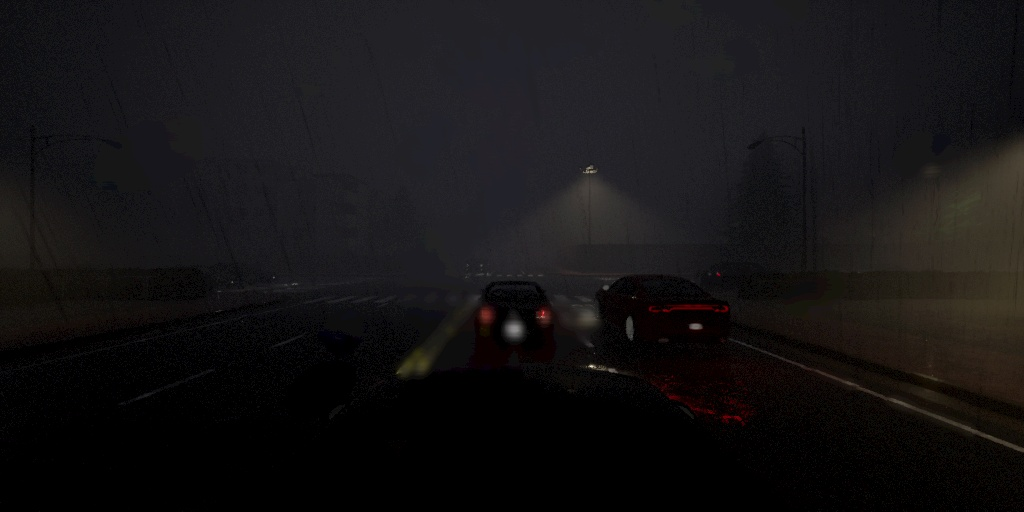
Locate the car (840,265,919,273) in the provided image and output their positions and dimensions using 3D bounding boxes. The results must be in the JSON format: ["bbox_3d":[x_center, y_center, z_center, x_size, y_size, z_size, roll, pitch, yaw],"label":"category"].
[{"bbox_3d":[28.901,1.351,28.383,4.718,1.301,1.895,0,0,1],"label":"car"}]

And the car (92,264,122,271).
[{"bbox_3d":[-28.914,1.256,24.859,4.892,1.490,1.837,0,0,0],"label":"car"}]

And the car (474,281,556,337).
[{"bbox_3d":[0.062,1.351,10.234,1.895,1.301,4.718,0,0,0],"label":"car"}]

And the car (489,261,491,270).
[{"bbox_3d":[-4.258,1.085,53.156,2.097,1.767,4.553,0,0,0],"label":"car"}]

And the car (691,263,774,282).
[{"bbox_3d":[17.411,1.297,28.476,5.357,1.411,2.033,0,0,0],"label":"car"}]

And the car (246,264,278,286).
[{"bbox_3d":[-19.035,1.255,24.936,4.892,1.490,1.837,0,0,-2],"label":"car"}]

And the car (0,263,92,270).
[{"bbox_3d":[-28.606,1.276,21.363,4.674,1.442,1.812,0,0,0],"label":"car"}]

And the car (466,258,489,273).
[{"bbox_3d":[-4.290,1.085,43.244,2.097,1.767,4.553,0,0,1],"label":"car"}]

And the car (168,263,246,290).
[{"bbox_3d":[-19.000,1.276,21.380,4.674,1.442,1.812,0,0,0],"label":"car"}]

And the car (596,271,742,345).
[{"bbox_3d":[3.598,1.228,9.489,1.882,1.535,5.008,0,0,0],"label":"car"}]

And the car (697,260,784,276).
[{"bbox_3d":[13.933,1.102,21.408,4.553,1.767,2.097,0,0,0],"label":"car"}]
